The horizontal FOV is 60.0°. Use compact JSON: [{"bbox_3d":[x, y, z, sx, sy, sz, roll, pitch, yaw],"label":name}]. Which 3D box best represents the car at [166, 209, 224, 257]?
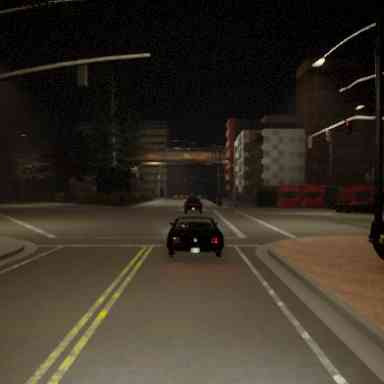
[{"bbox_3d":[0.065,1.565,12.829,1.895,1.301,4.718,0,0,-1],"label":"car"}]

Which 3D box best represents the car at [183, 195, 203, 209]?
[{"bbox_3d":[0.143,1.419,35.783,1.837,1.490,4.892,0,0,0],"label":"car"}]

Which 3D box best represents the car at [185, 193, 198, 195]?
[{"bbox_3d":[0.084,1.137,74.432,2.033,1.411,5.357,0,0,0],"label":"car"}]

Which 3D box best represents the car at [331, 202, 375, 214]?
[{"bbox_3d":[17.247,1.651,34.867,4.718,1.301,1.895,1,0,0],"label":"car"}]
